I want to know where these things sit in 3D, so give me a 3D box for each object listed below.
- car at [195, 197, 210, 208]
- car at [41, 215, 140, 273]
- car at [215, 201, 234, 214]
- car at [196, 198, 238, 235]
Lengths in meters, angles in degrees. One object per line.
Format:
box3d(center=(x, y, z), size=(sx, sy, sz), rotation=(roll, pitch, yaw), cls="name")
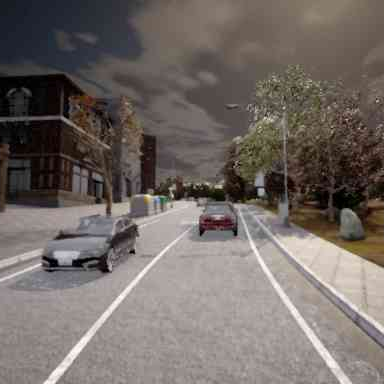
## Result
box3d(center=(1.736, 1.681, 53.846), size=(2.128, 1.511, 4.902), rotation=(0, 0, 4), cls="car")
box3d(center=(-3.029, 1.535, 10.915), size=(2.128, 1.511, 4.902), rotation=(0, 0, 5), cls="car")
box3d(center=(3.682, 1.713, 37.198), size=(1.895, 1.301, 4.718), rotation=(0, 0, 7), cls="car")
box3d(center=(1.582, 1.402, 19.440), size=(2.097, 1.767, 4.553), rotation=(0, 0, 6), cls="car")
